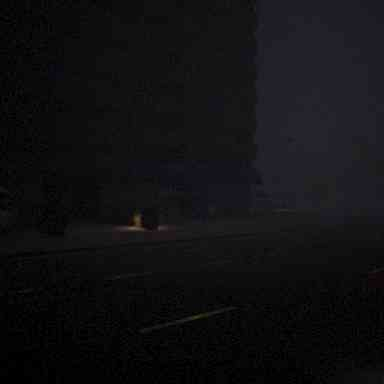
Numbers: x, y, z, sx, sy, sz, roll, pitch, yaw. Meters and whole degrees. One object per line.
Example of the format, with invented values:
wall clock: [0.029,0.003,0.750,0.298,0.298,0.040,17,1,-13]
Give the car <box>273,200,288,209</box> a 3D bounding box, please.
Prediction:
car: [13.082,1.985,53.218,1.812,1.442,4.674,1,-1,-34]

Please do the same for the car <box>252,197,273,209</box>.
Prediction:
car: [9.515,1.648,52.300,2.150,2.045,5.566,1,-1,-35]
